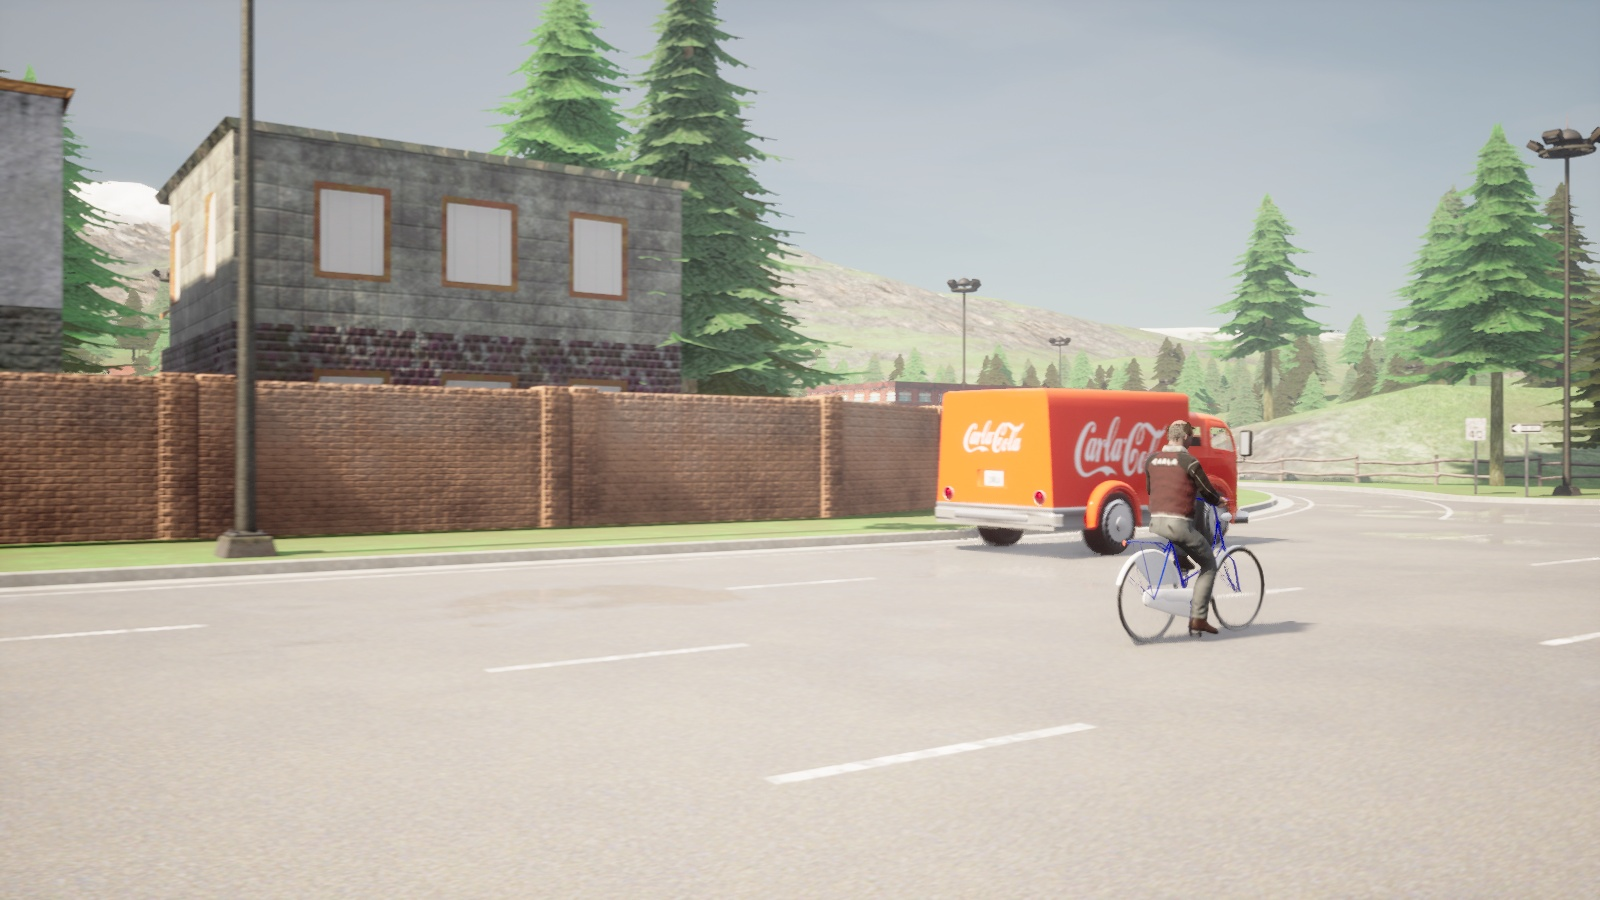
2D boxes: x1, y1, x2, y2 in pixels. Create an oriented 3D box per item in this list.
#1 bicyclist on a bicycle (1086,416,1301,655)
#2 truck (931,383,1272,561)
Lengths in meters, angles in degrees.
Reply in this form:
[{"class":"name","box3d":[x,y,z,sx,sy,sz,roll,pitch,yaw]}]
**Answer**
[{"class":"bicyclist on a bicycle","box3d":[3.203,0.633,10.153,1.843,1.776,0.659,0,0,-35]},{"class":"truck","box3d":[4.894,0.297,20.068,5.204,2.467,2.627,0,0,-38]}]
